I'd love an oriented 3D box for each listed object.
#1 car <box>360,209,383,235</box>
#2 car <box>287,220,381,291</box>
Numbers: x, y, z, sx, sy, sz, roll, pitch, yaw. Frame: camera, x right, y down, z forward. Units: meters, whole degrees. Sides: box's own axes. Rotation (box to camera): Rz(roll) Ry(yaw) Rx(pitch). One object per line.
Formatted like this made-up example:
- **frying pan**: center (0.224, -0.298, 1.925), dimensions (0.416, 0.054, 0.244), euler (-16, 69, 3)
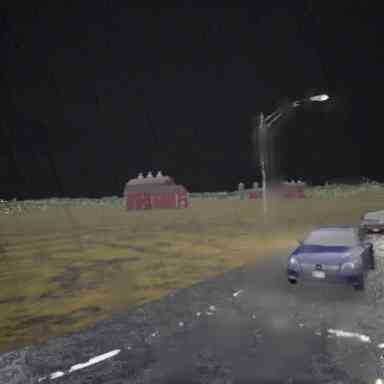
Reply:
- **car**: center (11.966, 1.905, 21.195), dimensions (1.882, 1.535, 5.008), euler (-3, -1, 34)
- **car**: center (4.341, 1.777, 10.016), dimensions (1.812, 1.442, 4.674), euler (-3, -2, 33)
